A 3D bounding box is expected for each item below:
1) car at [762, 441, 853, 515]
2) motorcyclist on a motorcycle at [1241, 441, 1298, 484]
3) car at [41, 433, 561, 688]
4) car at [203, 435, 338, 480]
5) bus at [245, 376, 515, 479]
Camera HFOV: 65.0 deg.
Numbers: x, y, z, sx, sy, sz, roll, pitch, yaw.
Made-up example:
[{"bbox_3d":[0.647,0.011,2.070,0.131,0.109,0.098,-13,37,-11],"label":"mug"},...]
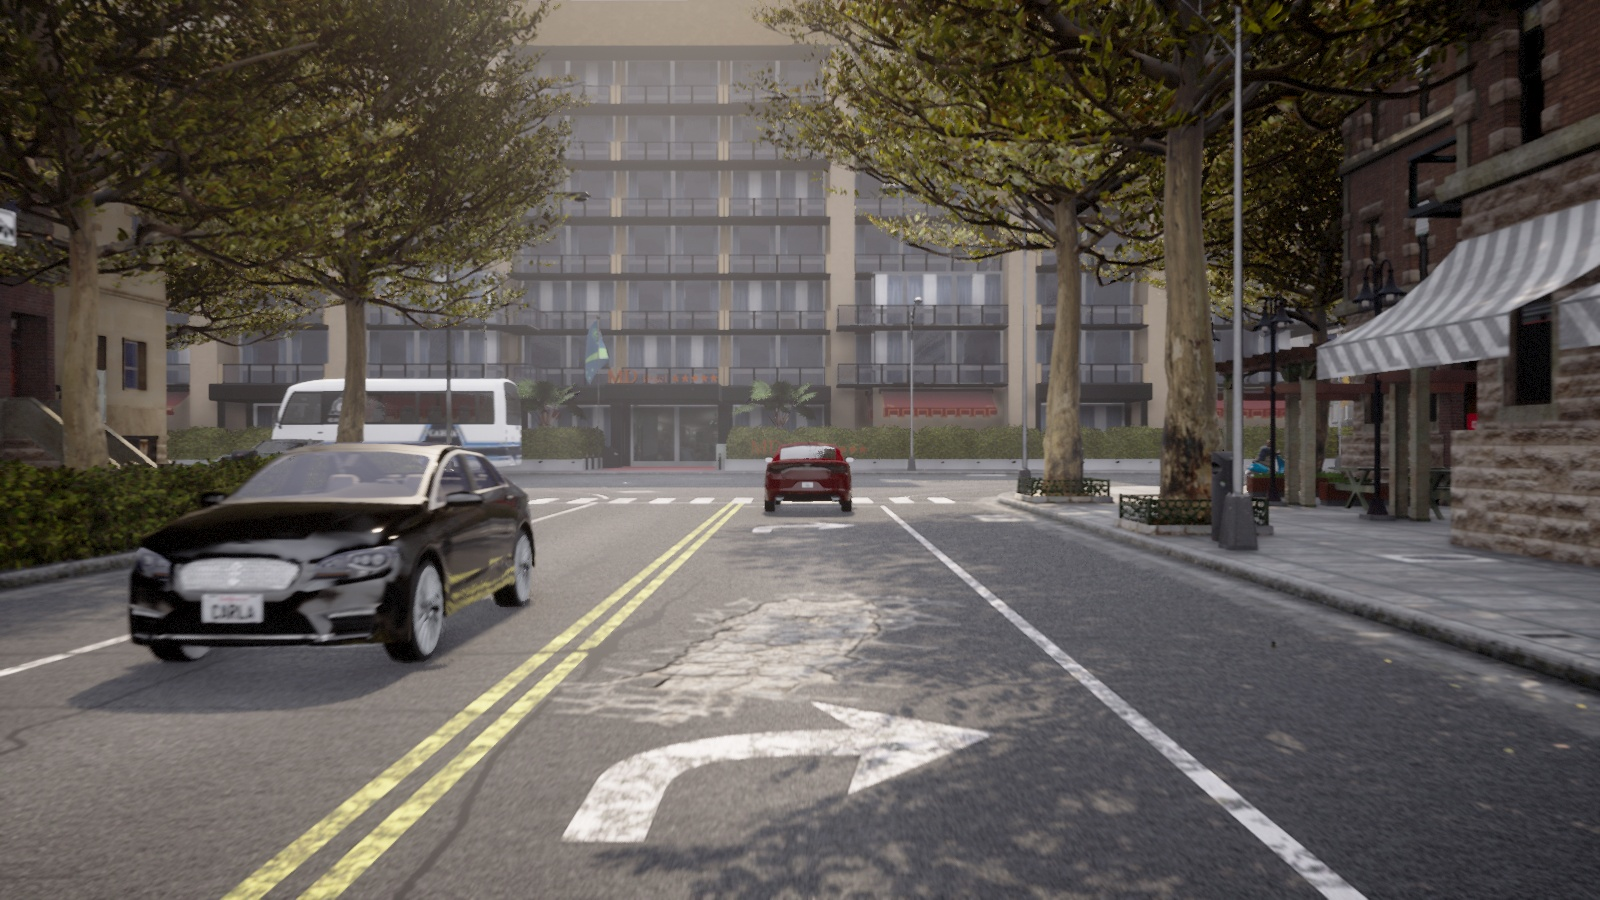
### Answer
[{"bbox_3d":[0.205,0.564,28.478,1.882,1.535,5.008,0,0,1],"label":"car"},{"bbox_3d":[17.511,0.450,46.866,1.817,1.590,0.866,0,0,0],"label":"motorcyclist on a motorcycle"},{"bbox_3d":[-3.429,0.644,9.902,2.128,1.511,4.902,0,0,0],"label":"car"},{"bbox_3d":[-21.199,0.304,50.426,4.553,1.767,2.097,0,0,0],"label":"car"},{"bbox_3d":[-17.831,-0.948,53.914,10.273,4.253,3.944,0,0,0],"label":"bus"}]
